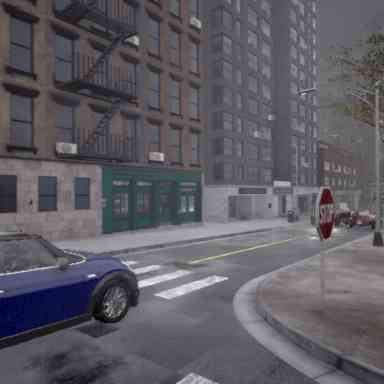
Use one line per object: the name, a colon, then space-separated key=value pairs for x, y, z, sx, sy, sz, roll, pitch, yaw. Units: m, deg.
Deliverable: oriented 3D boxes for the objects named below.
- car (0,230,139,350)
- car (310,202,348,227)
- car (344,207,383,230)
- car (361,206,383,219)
car: x=-3.013 y=1.400 z=5.339 sx=2.097 sy=1.767 sz=4.553 roll=-1 pitch=-1 yaw=38
car: x=12.287 y=1.916 z=29.381 sx=2.150 sy=2.045 sz=5.566 roll=0 pitch=-2 yaw=39
car: x=14.082 y=2.182 z=26.889 sx=1.812 sy=1.442 sz=4.674 roll=0 pitch=-2 yaw=38
car: x=23.657 y=2.651 z=43.547 sx=1.812 sy=1.442 sz=4.674 roll=0 pitch=-1 yaw=38
